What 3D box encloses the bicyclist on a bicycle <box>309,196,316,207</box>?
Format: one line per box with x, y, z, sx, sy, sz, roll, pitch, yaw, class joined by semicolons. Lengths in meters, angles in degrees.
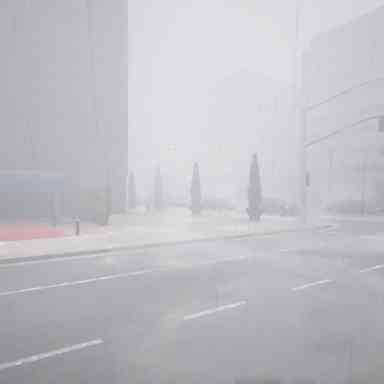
16.941;1.300;46.707;1.656;1.620;0.582;0;0;-35;bicyclist on a bicycle

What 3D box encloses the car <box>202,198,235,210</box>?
3.515;1.525;45.036;1.812;1.442;4.674;0;0;-35;car

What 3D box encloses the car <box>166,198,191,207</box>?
-2.202;1.600;53.280;1.895;1.301;4.718;0;0;-35;car

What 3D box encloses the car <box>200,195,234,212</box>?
3.001;1.491;39.637;2.128;1.511;4.902;0;0;-35;car

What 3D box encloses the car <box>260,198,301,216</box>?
8.192;1.351;32.161;2.097;1.767;4.553;0;0;-35;car

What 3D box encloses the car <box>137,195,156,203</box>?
-9.695;1.384;70.357;1.882;1.535;5.008;0;0;-35;car

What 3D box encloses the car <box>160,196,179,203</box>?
-4.757;1.600;69.527;1.895;1.301;4.718;0;0;-35;car

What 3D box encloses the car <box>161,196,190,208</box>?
-2.570;1.547;47.662;2.033;1.411;5.357;0;0;-35;car

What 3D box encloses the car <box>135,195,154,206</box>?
-8.628;1.525;56.447;1.812;1.442;4.674;0;0;-34;car

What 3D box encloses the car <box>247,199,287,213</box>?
8.509;1.563;37.841;1.994;1.385;4.181;0;0;-35;car

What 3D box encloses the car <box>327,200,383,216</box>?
16.285;1.547;33.132;2.033;1.411;5.357;0;0;-35;car

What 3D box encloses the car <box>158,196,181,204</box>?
-4.231;1.491;62.586;2.128;1.511;4.902;0;0;-34;car

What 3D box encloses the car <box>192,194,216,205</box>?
2.126;1.352;59.650;2.097;1.767;4.553;0;0;-35;car
